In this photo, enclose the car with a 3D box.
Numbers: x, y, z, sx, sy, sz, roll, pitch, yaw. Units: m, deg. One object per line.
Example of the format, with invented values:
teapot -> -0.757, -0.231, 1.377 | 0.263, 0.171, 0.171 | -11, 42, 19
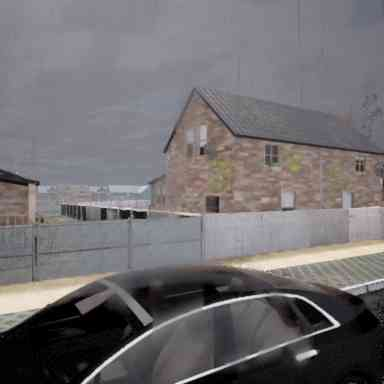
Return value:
car -> -0.329, 1.507, 2.890 | 4.892, 1.490, 1.837 | 1, 0, -31
